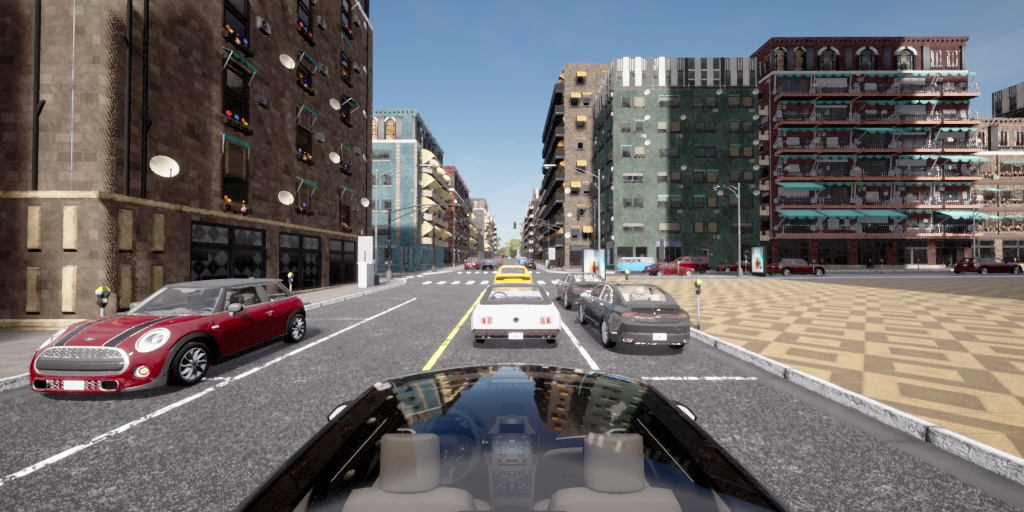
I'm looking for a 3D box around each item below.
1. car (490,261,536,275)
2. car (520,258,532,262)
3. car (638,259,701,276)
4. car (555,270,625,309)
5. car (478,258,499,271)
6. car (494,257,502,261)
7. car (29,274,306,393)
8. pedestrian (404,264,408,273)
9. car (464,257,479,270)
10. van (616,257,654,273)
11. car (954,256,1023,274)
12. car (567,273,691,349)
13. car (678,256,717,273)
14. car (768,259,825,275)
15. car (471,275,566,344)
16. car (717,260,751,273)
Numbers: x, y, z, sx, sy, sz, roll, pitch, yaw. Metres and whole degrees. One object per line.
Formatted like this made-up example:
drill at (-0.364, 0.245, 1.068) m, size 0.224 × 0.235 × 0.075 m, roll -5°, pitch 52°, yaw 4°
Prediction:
car at (0.055, 1.233, 19.047) m, size 1.882 × 1.535 × 5.008 m, roll 0°, pitch 0°, yaw 0°
car at (2.580, 1.334, 52.773) m, size 1.948 × 1.339 × 4.313 m, roll 0°, pitch 0°, yaw 0°
car at (13.644, 1.163, 31.231) m, size 4.207 × 1.307 × 1.802 m, roll 0°, pitch 0°, yaw 0°
car at (2.793, 1.304, 14.580) m, size 2.007 × 1.370 × 4.403 m, roll 0°, pitch 0°, yaw 0°
car at (-3.222, 1.368, 50.464) m, size 1.895 × 1.301 × 4.718 m, roll 0°, pitch 0°, yaw 1°
car at (-3.211, 1.319, 60.157) m, size 2.033 × 1.411 × 5.357 m, roll 0°, pitch 0°, yaw 0°
car at (-5.830, 1.191, 6.756) m, size 1.967 × 1.591 × 4.097 m, roll 0°, pitch 0°, yaw 0°
pedestrian at (-12.618, 1.097, 42.705) m, size 0.375 × 1.860 × 0.375 m, roll 0°, pitch 0°, yaw 0°
car at (-5.801, 1.083, 52.794) m, size 2.192 × 1.841 × 5.009 m, roll 0°, pitch 0°, yaw 0°
van at (13.688, 1.046, 39.611) m, size 3.998 × 1.789 × 1.690 m, roll 0°, pitch 0°, yaw 0°
car at (41.281, 0.811, 31.093) m, size 4.097 × 1.591 × 1.967 m, roll 0°, pitch 0°, yaw 0°
car at (2.805, 1.303, 9.011) m, size 2.007 × 1.370 × 4.403 m, roll 0°, pitch 0°, yaw 0°
car at (19.215, 0.977, 39.583) m, size 5.009 × 1.841 × 2.192 m, roll 0°, pitch 0°, yaw 0°
car at (24.699, 0.936, 31.176) m, size 4.097 × 1.591 × 1.967 m, roll 0°, pitch 0°, yaw 0°
car at (0.082, 1.353, 9.593) m, size 1.895 × 1.301 × 4.718 m, roll 0°, pitch 0°, yaw 0°
car at (24.743, 1.165, 39.556) m, size 4.507 × 1.381 × 1.888 m, roll 0°, pitch 0°, yaw 0°
